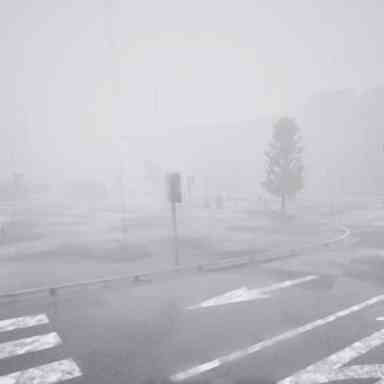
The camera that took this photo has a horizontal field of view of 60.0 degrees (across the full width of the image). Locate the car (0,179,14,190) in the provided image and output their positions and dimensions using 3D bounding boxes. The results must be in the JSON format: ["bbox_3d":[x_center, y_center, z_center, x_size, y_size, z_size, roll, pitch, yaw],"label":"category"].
[{"bbox_3d":[-32.406,-1.203,55.405,2.185,1.767,4.553,1,5,15],"label":"car"}]

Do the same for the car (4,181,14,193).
[{"bbox_3d":[-25.184,-0.675,50.312,2.231,1.521,4.892,1,6,17],"label":"car"}]

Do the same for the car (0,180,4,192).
[{"bbox_3d":[-27.580,-0.773,52.045,2.002,1.452,4.674,1,6,16],"label":"car"}]

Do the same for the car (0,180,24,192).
[{"bbox_3d":[-29.974,-0.950,53.760,2.097,1.535,5.008,1,6,16],"label":"car"}]

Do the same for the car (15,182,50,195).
[{"bbox_3d":[-22.827,-0.501,48.519,2.163,1.488,4.792,1,6,17],"label":"car"}]
